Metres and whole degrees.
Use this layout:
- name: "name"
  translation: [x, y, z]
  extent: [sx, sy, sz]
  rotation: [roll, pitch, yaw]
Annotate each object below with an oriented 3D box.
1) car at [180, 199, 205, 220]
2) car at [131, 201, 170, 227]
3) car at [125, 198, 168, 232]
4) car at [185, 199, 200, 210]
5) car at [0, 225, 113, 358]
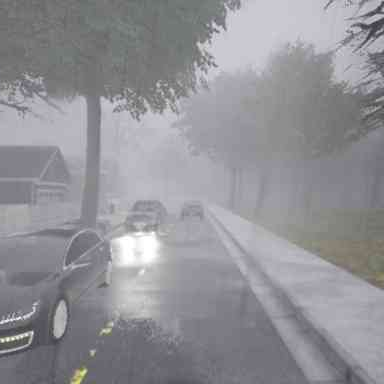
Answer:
- name: "car"
  translation: [0.015, 1.469, 27.871]
  extent: [2.128, 1.511, 4.902]
  rotation: [0, 0, 0]
- name: "car"
  translation: [-2.815, 1.484, 23.844]
  extent: [2.128, 1.511, 4.902]
  rotation: [0, 1, 0]
- name: "car"
  translation: [-2.743, 1.254, 19.915]
  extent: [2.128, 1.511, 4.902]
  rotation: [0, 9, 0]
- name: "car"
  translation: [0.059, 1.589, 43.393]
  extent: [1.895, 1.301, 4.718]
  rotation: [0, 0, 0]
- name: "car"
  translation: [-2.849, 1.483, 6.394]
  extent: [1.837, 1.490, 4.892]
  rotation: [0, 1, 0]
